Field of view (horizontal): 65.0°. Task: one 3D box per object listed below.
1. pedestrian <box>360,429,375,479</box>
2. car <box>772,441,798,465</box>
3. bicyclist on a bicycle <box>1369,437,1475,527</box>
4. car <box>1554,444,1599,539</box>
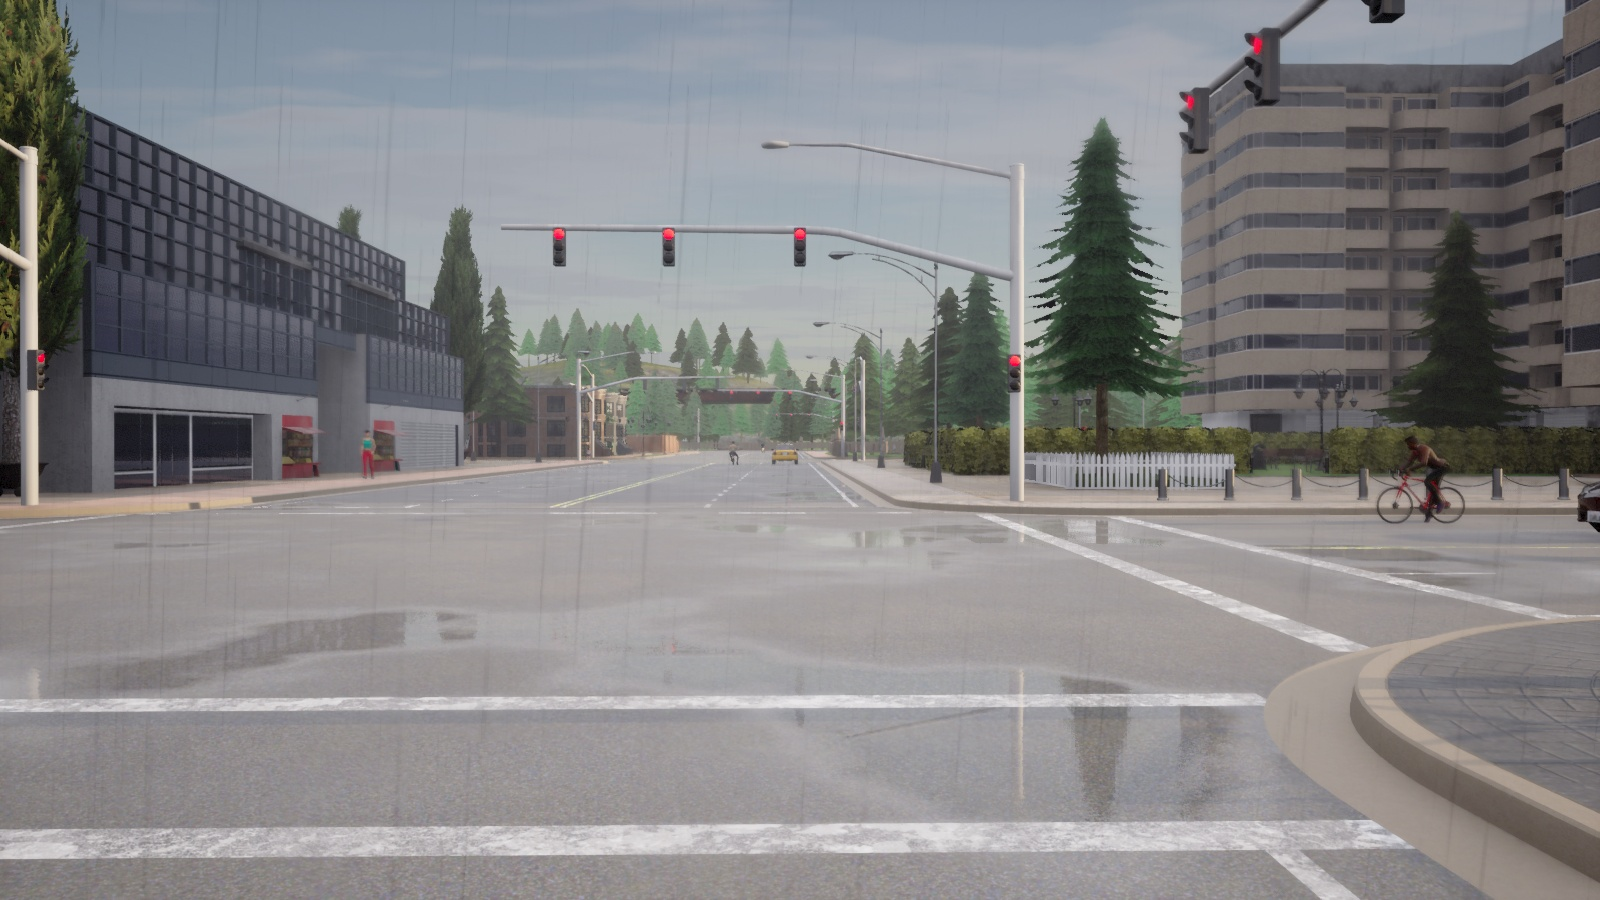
[{"bbox_3d":[-15.974,0.130,46.400,0.345,1.836,0.594,0,0,-1],"label":"pedestrian"},{"bbox_3d":[-1.048,0.189,87.747,1.801,1.575,5.366,0,0,-1],"label":"car"},{"bbox_3d":[11.414,0.578,23.080,1.656,1.620,0.582,0,0,-1],"label":"bicyclist on a bicycle"},{"bbox_3d":[14.827,0.647,19.625,4.792,1.488,2.163,0,0,-1],"label":"car"}]
